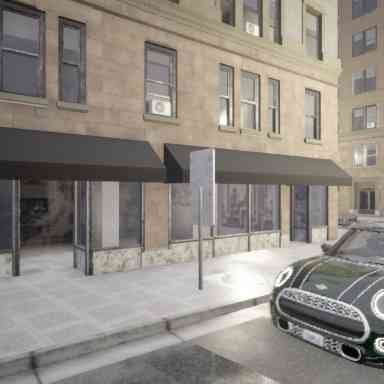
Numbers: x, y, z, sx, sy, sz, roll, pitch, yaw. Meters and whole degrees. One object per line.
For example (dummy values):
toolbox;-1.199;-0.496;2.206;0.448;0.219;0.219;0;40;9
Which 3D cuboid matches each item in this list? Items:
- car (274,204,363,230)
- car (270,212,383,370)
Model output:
car;8.349;1.583;22.482;2.033;1.411;5.357;0;0;-36
car;3.465;1.351;5.736;4.553;1.767;2.097;0;0;-35
